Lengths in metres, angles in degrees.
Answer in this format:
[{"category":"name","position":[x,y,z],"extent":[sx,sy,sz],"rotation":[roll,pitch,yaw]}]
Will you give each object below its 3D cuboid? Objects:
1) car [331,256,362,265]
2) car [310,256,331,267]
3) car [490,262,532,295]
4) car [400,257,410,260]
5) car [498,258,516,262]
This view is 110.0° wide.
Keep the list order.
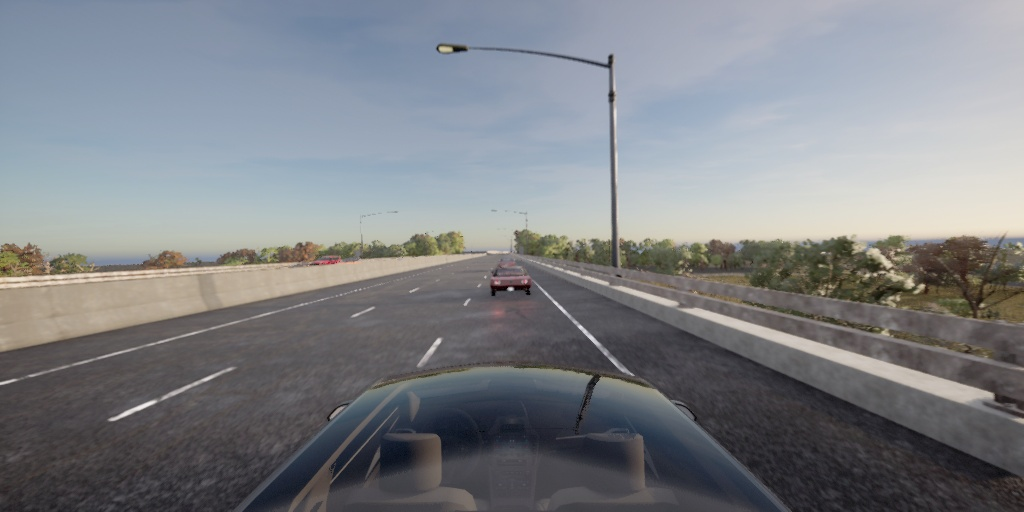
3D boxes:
[{"category":"car","position":[-21.872,1.098,48.224],"extent":[2.097,1.767,4.553],"rotation":[-1,1,-1]},{"category":"car","position":[-25.381,1.037,49.252],"extent":[2.150,2.045,5.566],"rotation":[-1,1,-1]},{"category":"car","position":[-0.075,1.160,18.119],"extent":[1.895,1.301,4.718],"rotation":[-1,1,-1]},{"category":"car","position":[-18.595,0.998,61.834],"extent":[2.128,1.511,4.902],"rotation":[-1,0,-4]},{"category":"car","position":[-0.548,0.873,40.143],"extent":[1.994,1.385,4.181],"rotation":[-1,1,-1]}]
